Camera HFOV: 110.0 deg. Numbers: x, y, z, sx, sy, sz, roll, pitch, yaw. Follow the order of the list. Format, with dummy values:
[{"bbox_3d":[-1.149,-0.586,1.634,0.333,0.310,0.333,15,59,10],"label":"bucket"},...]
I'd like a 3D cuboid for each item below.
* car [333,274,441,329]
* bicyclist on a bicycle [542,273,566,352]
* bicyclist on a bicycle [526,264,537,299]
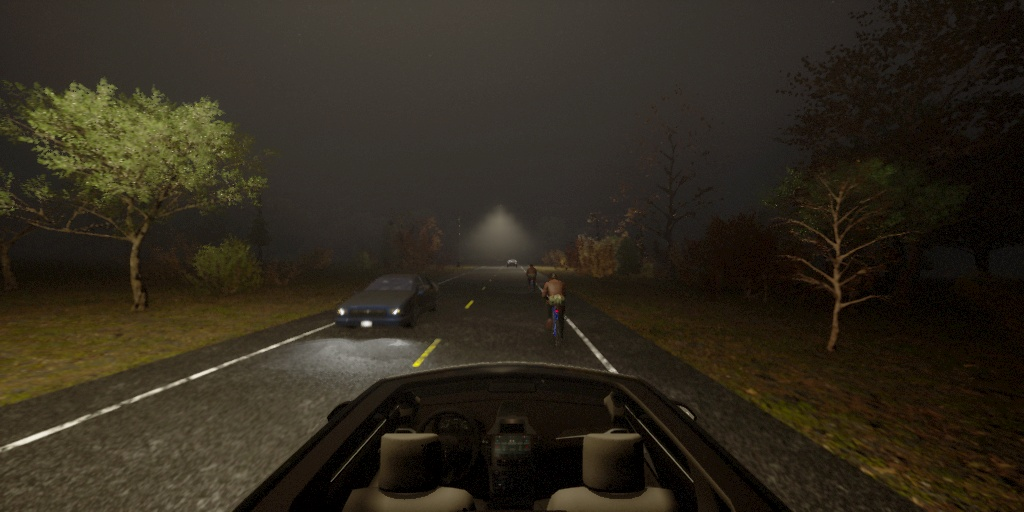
[{"bbox_3d":[-3.604,1.297,11.551,2.033,1.411,5.357,0,0,0],"label":"car"},{"bbox_3d":[0.957,1.202,7.972,0.582,1.620,1.656,0,0,0],"label":"bicyclist on a bicycle"},{"bbox_3d":[0.951,1.204,17.226,0.582,1.620,1.656,0,0,0],"label":"bicyclist on a bicycle"}]
